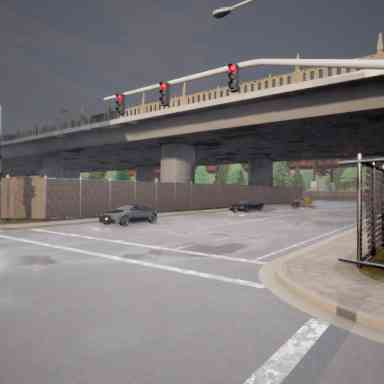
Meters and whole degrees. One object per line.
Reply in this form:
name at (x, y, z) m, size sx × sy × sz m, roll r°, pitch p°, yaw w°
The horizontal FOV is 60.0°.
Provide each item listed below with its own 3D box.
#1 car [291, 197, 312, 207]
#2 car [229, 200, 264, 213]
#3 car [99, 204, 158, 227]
car at (16.782, 1.520, 50.905) m, size 1.882 × 1.535 × 5.008 m, roll 0°, pitch 0°, yaw 37°
car at (6.172, 1.548, 37.016) m, size 2.033 × 1.411 × 5.357 m, roll 0°, pitch 0°, yaw 37°
car at (-4.339, 1.561, 23.102) m, size 1.994 × 1.385 × 4.181 m, roll 0°, pitch 0°, yaw 37°
